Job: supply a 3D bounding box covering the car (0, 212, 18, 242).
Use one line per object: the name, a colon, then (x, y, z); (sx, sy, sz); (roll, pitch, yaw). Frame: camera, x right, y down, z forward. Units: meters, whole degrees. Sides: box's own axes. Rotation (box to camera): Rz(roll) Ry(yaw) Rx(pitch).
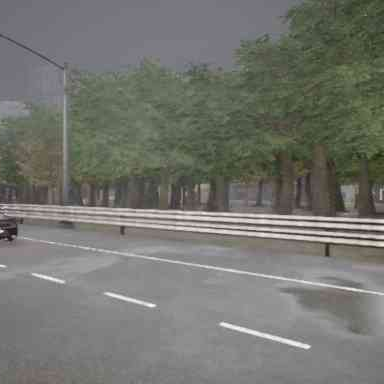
car: (-9.969, 1.505, 15.295); (5.008, 1.535, 1.882); (0, 0, 36)
